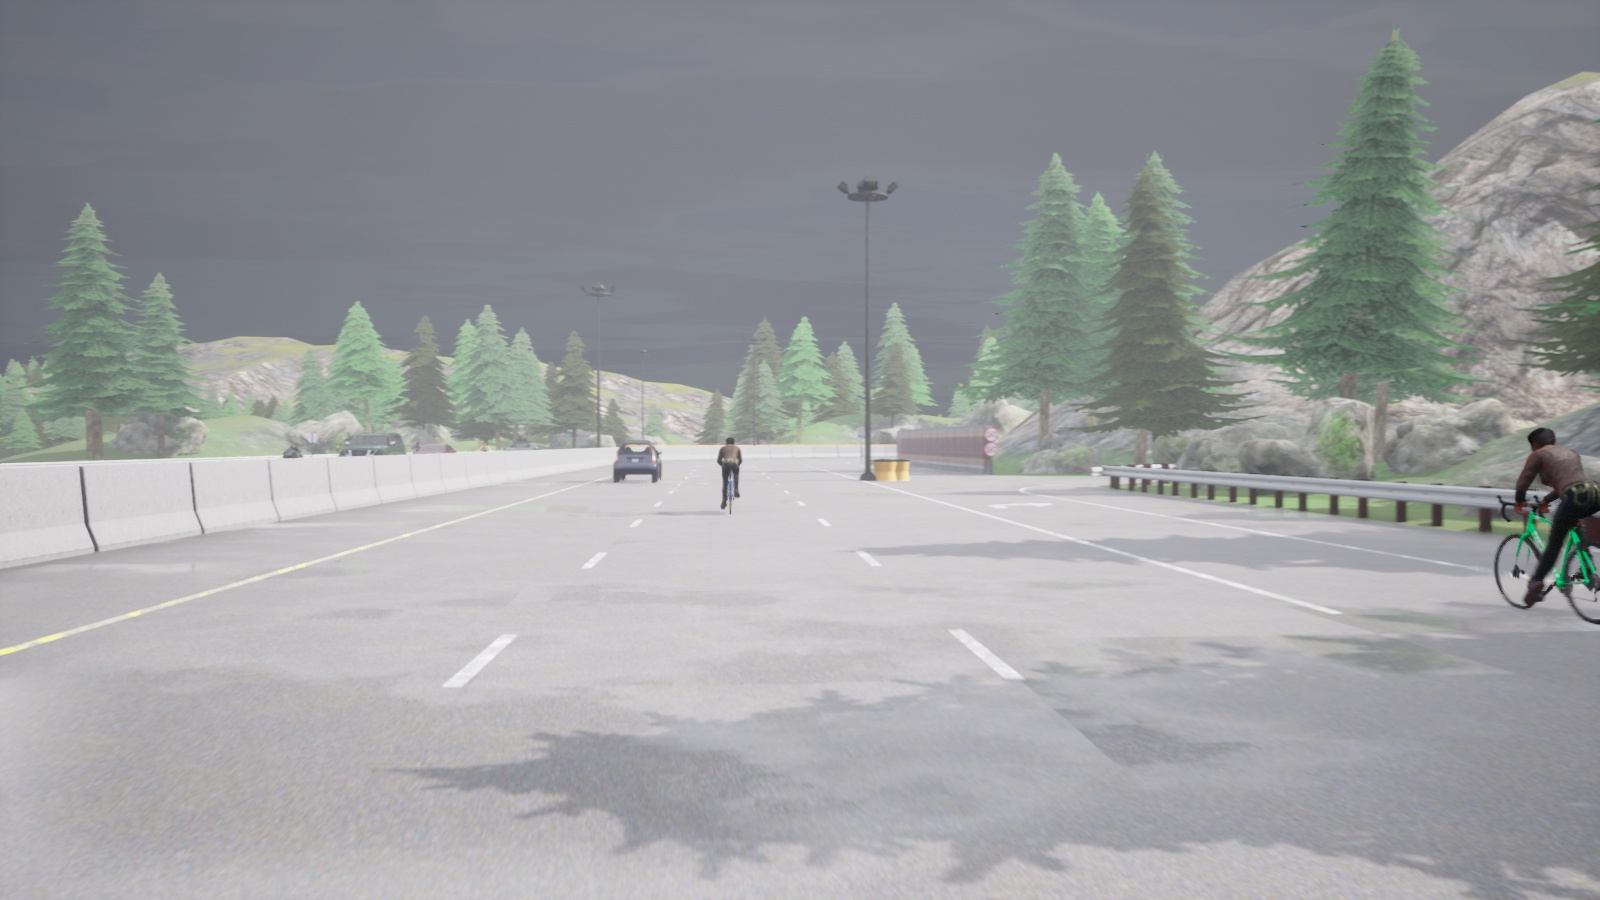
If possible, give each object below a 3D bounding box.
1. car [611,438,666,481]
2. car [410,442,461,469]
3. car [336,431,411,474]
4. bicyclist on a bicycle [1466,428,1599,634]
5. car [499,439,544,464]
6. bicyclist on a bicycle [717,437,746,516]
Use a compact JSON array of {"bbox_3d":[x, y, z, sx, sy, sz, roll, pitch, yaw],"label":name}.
[{"bbox_3d":[-6.300,0.362,49.378,1.851,1.617,3.988,0,0,-3],"label":"car"},{"bbox_3d":[-21.887,0.288,75.551,1.882,1.535,5.008,0,1,-3],"label":"car"},{"bbox_3d":[-21.104,0.104,62.408,2.150,2.045,5.566,0,0,-3],"label":"car"},{"bbox_3d":[6.463,0.641,10.744,0.582,1.620,1.656,0,0,-3],"label":"bicyclist on a bicycle"},{"bbox_3d":[-18.977,0.098,85.754,2.242,1.667,4.611,0,0,-3],"label":"car"},{"bbox_3d":[-1.458,0.548,26.694,0.582,1.620,1.656,0,0,-3],"label":"bicyclist on a bicycle"}]
